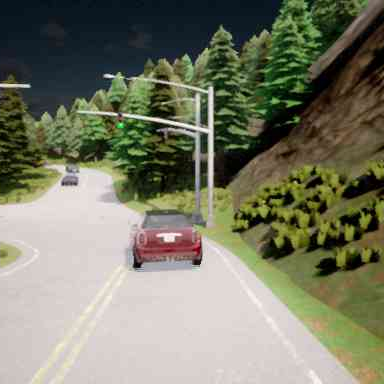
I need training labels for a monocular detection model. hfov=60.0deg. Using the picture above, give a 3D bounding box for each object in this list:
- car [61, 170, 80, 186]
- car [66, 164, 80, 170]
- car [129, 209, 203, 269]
[{"bbox_3d":[-15.825,-1.586,43.320,1.994,1.385,4.181,-1,9,-15],"label":"car"},{"bbox_3d":[-21.003,-4.136,58.520,2.128,1.511,4.902,-2,10,-28],"label":"car"},{"bbox_3d":[-1.080,1.378,11.617,2.097,1.767,4.553,0,0,-12],"label":"car"}]
